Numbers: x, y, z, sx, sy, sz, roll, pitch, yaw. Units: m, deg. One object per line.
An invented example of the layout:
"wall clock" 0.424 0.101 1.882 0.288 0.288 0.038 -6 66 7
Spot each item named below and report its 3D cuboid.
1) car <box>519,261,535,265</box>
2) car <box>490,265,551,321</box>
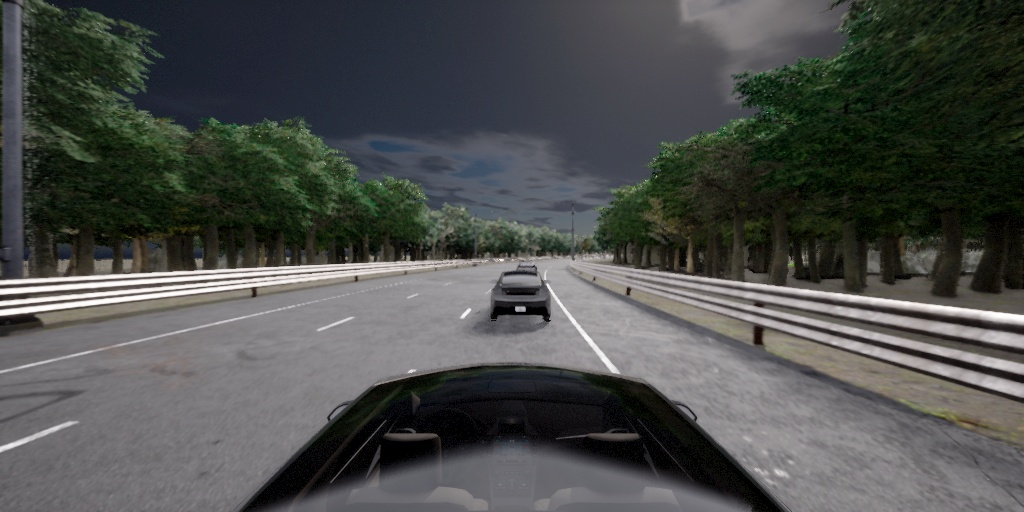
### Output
"car" 1.388 1.220 32.549 2.128 1.511 4.902 0 0 4
"car" 0.301 1.239 12.455 1.837 1.490 4.892 0 0 2
